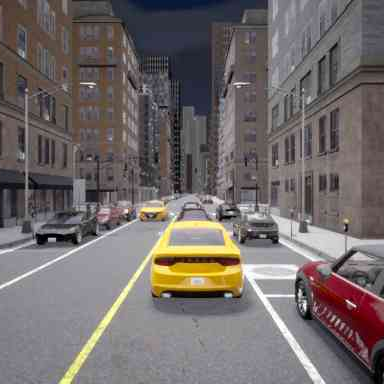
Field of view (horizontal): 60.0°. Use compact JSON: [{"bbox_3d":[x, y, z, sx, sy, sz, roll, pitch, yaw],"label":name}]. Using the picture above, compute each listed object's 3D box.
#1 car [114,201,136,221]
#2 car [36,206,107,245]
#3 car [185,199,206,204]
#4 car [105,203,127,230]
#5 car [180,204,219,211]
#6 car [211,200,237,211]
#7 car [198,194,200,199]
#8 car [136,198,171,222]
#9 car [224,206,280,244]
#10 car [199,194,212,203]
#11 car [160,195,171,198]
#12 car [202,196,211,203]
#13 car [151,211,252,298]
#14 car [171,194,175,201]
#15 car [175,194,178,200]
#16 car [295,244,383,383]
[{"bbox_3d":[-5.651,1.443,26.633,1.967,1.590,4.097,0,0,0],"label":"car"},{"bbox_3d":[-5.658,1.567,15.630,1.947,1.339,4.313,0,0,0],"label":"car"},{"bbox_3d":[0.019,1.529,26.356,1.812,1.442,4.674,0,0,2],"label":"car"},{"bbox_3d":[-5.655,1.584,21.132,1.802,1.307,4.206,0,0,0],"label":"car"},{"bbox_3d":[0.119,1.565,17.545,1.994,1.385,4.181,0,0,0],"label":"car"},{"bbox_3d":[2.875,1.569,26.627,1.947,1.339,4.313,0,0,0],"label":"car"},{"bbox_3d":[2.962,1.616,74.535,2.008,1.369,4.403,0,0,0],"label":"car"},{"bbox_3d":[-2.988,1.482,26.812,1.882,1.535,5.008,0,0,0],"label":"car"},{"bbox_3d":[2.867,1.552,15.624,2.008,1.369,4.403,0,0,0],"label":"car"},{"bbox_3d":[2.934,1.484,63.717,1.967,1.590,4.097,0,0,0],"label":"car"},{"bbox_3d":[-5.590,1.625,63.736,1.802,1.307,4.206,0,0,0],"label":"car"},{"bbox_3d":[2.949,1.579,69.296,1.752,1.417,4.829,0,0,0],"label":"car"},{"bbox_3d":[0.100,1.478,8.552,1.882,1.535,5.008,0,0,0],"label":"car"},{"bbox_3d":[-5.562,1.616,74.553,2.008,1.369,4.403,0,0,0],"label":"car"},{"bbox_3d":[-5.523,1.637,90.608,1.752,1.417,4.829,0,0,0],"label":"car"},{"bbox_3d":[2.859,1.440,4.621,1.967,1.590,4.097,0,0,0],"label":"car"}]
